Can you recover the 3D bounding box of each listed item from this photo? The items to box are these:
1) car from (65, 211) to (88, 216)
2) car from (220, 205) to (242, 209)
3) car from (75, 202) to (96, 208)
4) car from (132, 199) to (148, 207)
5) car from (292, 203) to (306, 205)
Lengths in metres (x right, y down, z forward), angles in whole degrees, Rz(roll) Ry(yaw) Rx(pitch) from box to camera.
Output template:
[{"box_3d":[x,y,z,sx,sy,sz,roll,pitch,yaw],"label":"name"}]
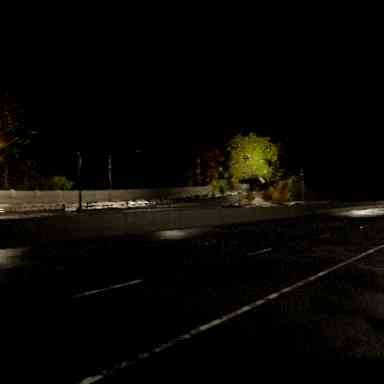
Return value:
[{"box_3d":[-8.853,2.263,24.582,1.895,1.301,4.718,-2,-2,42],"label":"car"},{"box_3d":[4.444,2.331,39.298,1.837,1.490,4.892,-2,-2,42],"label":"car"},{"box_3d":[-15.872,2.249,50.881,1.812,1.442,4.674,-1,-1,19],"label":"car"},{"box_3d":[-10.375,2.163,66.032,1.994,1.385,4.181,-2,0,21],"label":"car"},{"box_3d":[16.907,2.494,53.050,1.837,1.490,4.892,-2,-2,43],"label":"car"}]
